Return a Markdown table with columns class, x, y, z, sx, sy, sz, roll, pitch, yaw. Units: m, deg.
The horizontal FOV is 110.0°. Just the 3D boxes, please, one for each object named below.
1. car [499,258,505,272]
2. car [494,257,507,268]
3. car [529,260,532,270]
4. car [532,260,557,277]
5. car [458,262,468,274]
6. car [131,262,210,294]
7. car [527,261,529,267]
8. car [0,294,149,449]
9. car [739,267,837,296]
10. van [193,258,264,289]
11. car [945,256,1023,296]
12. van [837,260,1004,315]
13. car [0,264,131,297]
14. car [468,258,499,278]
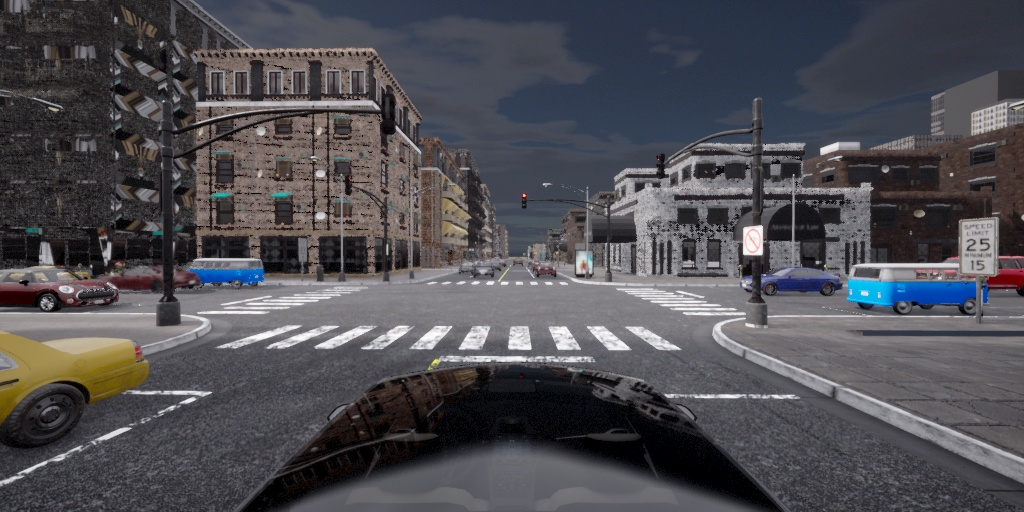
| class | x | y | z | sx | sy | sz | roll | pitch | yaw |
| --- | --- | --- | --- | --- | --- | --- | --- | --- | --- |
| car | -2.331 | 1.273 | 47.126 | 1.837 | 1.490 | 4.892 | 0 | -1 | 1 |
| car | -1.976 | 1.262 | 64.540 | 1.882 | 1.535 | 5.008 | 0 | 0 | 1 |
| car | 3.445 | 1.347 | 46.491 | 1.802 | 1.307 | 4.207 | 0 | 0 | 1 |
| car | 3.253 | 1.195 | 35.099 | 1.967 | 1.591 | 4.097 | 0 | 0 | 1 |
| car | -5.031 | 1.311 | 40.924 | 2.007 | 1.370 | 4.403 | 0 | 0 | 1 |
| car | -19.496 | 1.230 | 19.319 | 4.674 | 1.442 | 1.812 | 0 | 0 | 0 |
| car | 3.542 | 1.321 | 52.187 | 2.007 | 1.370 | 4.403 | 0 | 0 | 1 |
| car | -5.681 | 1.275 | 2.609 | 1.751 | 1.417 | 4.829 | 0 | 0 | 1 |
| car | 14.688 | 1.298 | 18.982 | 4.674 | 1.442 | 1.812 | 0 | 0 | 2 |
| van | -17.430 | 1.030 | 21.886 | 3.998 | 1.789 | 1.690 | 0 | 0 | 1 |
| car | 24.350 | 1.019 | 18.891 | 5.566 | 2.045 | 2.150 | 0 | 0 | 0 |
| van | 14.849 | 1.156 | 13.198 | 3.998 | 1.789 | 1.690 | 0 | 0 | 1 |
| car | -17.529 | 1.190 | 13.506 | 4.097 | 1.591 | 1.967 | 0 | 0 | 1 |
| car | -2.571 | 1.246 | 33.721 | 2.128 | 1.511 | 4.902 | 0 | 0 | -1 |
